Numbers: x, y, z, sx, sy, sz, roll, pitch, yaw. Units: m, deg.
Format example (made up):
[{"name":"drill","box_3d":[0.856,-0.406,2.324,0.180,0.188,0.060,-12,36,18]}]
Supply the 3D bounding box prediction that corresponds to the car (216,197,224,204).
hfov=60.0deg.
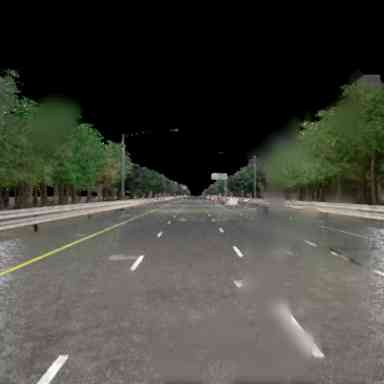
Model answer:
[{"name":"car","box_3d":[7.282,1.897,75.625,2.097,1.767,4.553,0,-1,0]}]

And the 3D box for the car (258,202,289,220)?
[{"name":"car","box_3d":[7.034,1.612,29.164,2.128,1.511,4.902,0,0,0]}]

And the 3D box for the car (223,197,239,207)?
[{"name":"car","box_3d":[7.167,1.915,59.427,1.812,1.442,4.674,0,-1,0]}]
